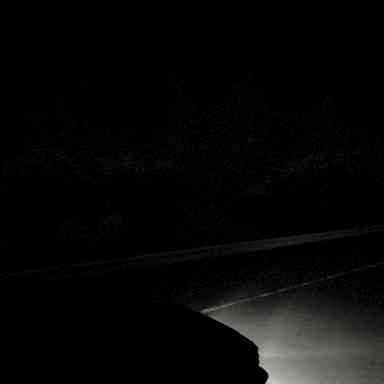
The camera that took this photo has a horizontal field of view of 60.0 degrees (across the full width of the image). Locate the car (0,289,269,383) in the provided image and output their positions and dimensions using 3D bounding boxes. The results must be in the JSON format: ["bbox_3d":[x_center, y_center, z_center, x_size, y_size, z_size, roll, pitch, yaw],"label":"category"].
[{"bbox_3d":[-1.846,1.549,2.424,5.357,1.411,2.033,-1,0,-36],"label":"car"}]
